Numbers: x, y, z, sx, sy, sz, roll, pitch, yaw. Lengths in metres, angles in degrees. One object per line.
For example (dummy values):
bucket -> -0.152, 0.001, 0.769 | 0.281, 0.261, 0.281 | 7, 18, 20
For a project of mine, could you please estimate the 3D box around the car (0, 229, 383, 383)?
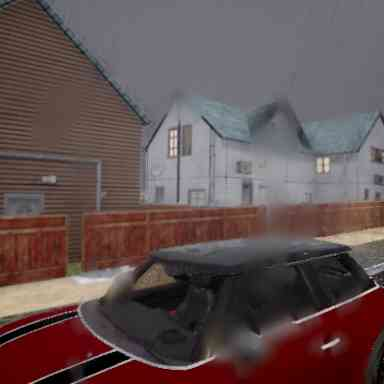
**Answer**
car -> 0.149, 1.349, 3.290 | 4.553, 1.767, 2.097 | 0, 0, -37
